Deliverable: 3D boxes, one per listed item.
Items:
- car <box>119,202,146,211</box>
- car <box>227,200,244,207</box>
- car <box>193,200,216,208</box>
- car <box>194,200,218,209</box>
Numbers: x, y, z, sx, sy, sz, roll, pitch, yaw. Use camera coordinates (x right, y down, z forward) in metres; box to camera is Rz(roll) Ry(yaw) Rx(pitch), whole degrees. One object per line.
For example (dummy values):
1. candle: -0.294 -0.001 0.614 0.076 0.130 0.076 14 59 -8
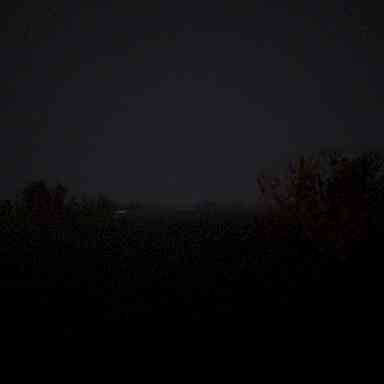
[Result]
1. car: -8.690 2.075 48.277 1.994 1.385 4.181 -1 -1 36
2. car: 8.709 2.280 66.272 1.994 1.385 4.181 -1 -1 36
3. car: 2.458 2.231 63.585 1.882 1.535 5.008 -1 -1 36
4. car: 2.478 2.145 57.609 2.033 1.411 5.357 -1 -1 37
